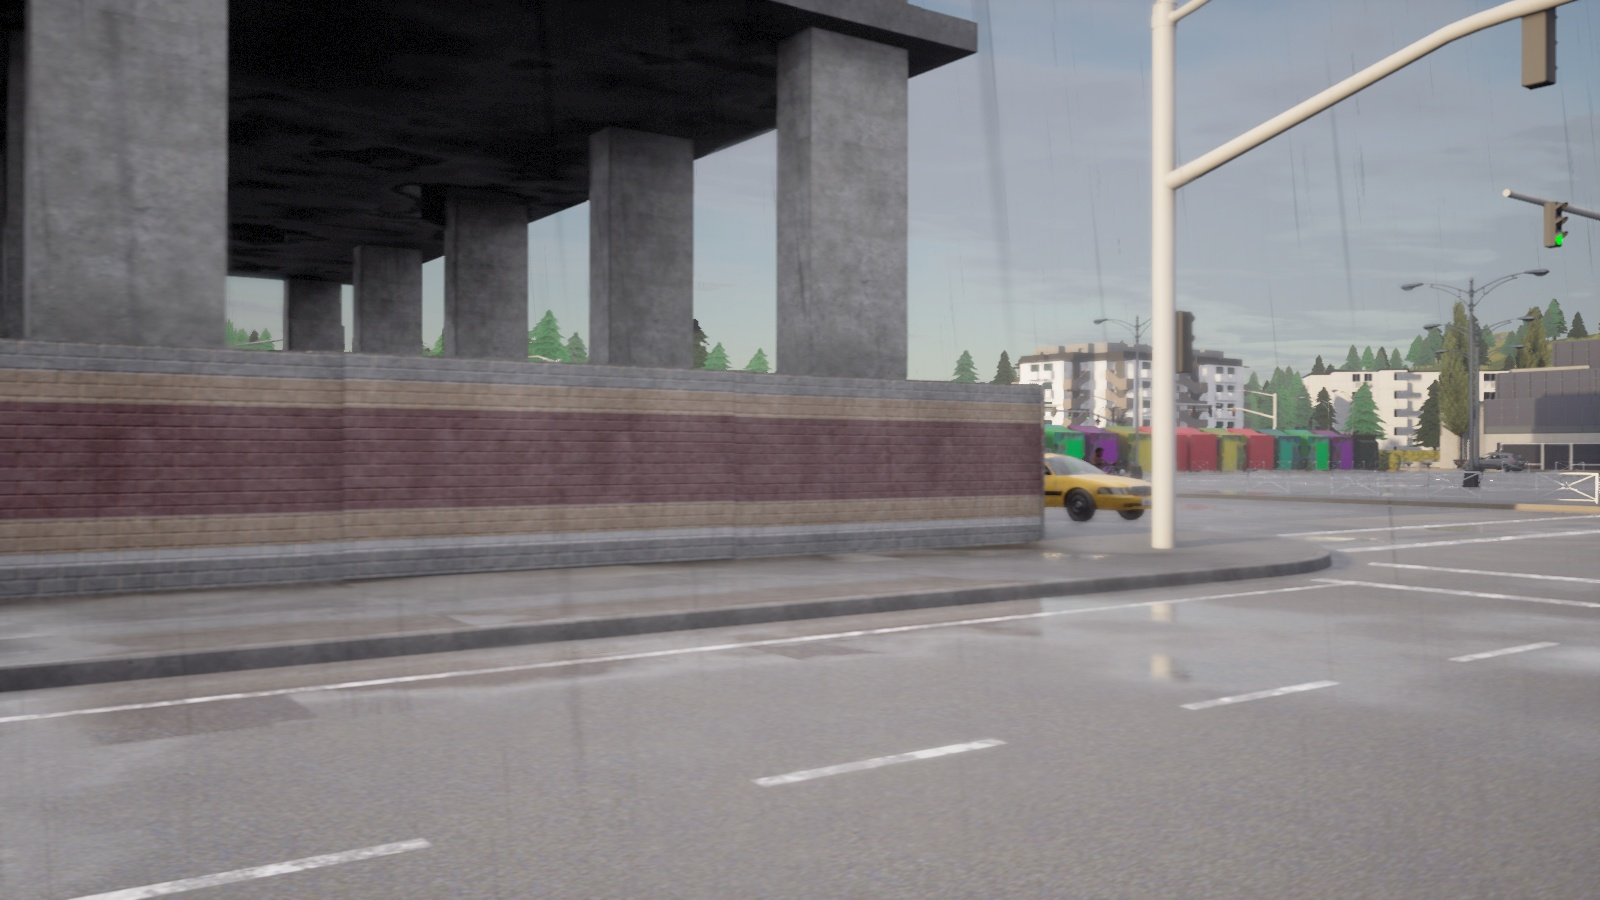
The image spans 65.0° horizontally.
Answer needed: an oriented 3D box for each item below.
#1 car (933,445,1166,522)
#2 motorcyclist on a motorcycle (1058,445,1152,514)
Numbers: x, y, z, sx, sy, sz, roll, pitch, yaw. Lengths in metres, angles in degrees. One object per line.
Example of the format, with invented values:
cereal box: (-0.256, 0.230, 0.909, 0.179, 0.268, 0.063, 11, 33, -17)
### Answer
car: (5.435, 0.686, 28.127, 1.801, 1.575, 5.366, 0, 0, -35)
motorcyclist on a motorcycle: (7.548, 0.700, 31.212, 0.766, 1.649, 2.350, 0, 0, -35)
